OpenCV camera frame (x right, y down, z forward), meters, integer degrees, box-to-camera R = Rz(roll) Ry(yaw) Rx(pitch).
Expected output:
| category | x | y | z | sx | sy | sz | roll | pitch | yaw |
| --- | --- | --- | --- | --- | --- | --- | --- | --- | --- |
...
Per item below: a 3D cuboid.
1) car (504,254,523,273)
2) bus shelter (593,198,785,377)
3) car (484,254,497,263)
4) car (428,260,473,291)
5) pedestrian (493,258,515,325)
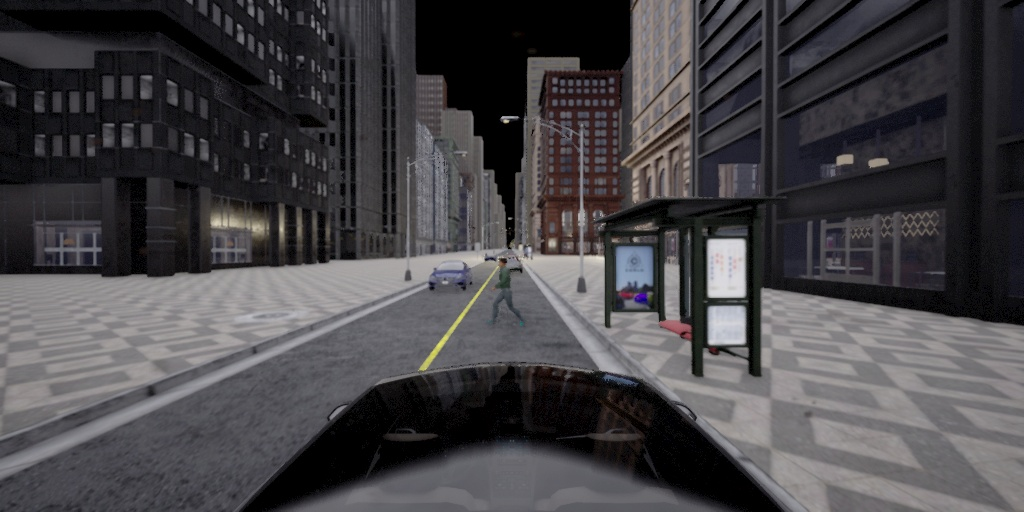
| category | x | y | z | sx | sy | sz | roll | pitch | yaw |
| --- | --- | --- | --- | --- | --- | --- | --- | --- | --- |
| car | -0.010 | 0.750 | 32.393 | 1.994 | 1.385 | 4.181 | 0 | 1 | 0 |
| bus shelter | 3.118 | 0.524 | 7.359 | 1.920 | 2.740 | 3.880 | 0 | 0 | 0 |
| car | -3.245 | 0.350 | 54.977 | 1.895 | 1.301 | 4.718 | 0 | 1 | 0 |
| car | -3.152 | 0.958 | 19.198 | 1.812 | 1.442 | 4.674 | 0 | 1 | 0 |
| pedestrian | -0.206 | 0.907 | 9.314 | 0.375 | 1.860 | 0.375 | 0 | 0 | -10 |
